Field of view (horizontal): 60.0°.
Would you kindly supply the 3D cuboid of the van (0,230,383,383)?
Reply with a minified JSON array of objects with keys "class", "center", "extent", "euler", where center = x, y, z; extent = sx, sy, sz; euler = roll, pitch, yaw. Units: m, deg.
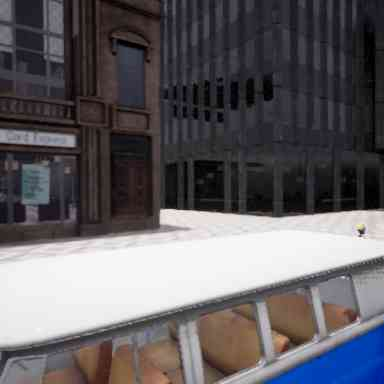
[{"class":"van","center":[0.168,1.309,2.638],"extent":[3.998,1.788,1.690],"euler":[-1,1,-35]}]
